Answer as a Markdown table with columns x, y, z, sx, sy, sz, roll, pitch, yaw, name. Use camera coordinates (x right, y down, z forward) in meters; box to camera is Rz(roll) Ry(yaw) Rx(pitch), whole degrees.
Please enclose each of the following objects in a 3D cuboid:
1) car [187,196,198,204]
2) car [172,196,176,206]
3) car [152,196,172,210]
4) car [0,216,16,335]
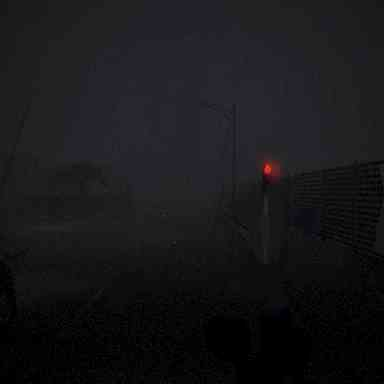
| x | y | z | sx | sy | sz | roll | pitch | yaw | name |
| --- | --- | --- | --- | --- | --- | --- | --- | --- | --- |
| 0.102 | 1.505 | 63.183 | 1.837 | 1.490 | 4.892 | 0 | 0 | 0 | car |
| -4.006 | 1.478 | 53.457 | 1.882 | 1.535 | 5.008 | 0 | 0 | 0 | car |
| -4.029 | 1.564 | 43.385 | 1.994 | 1.385 | 4.181 | 0 | 0 | 0 | car |
| -4.022 | 1.352 | 3.648 | 2.097 | 1.767 | 4.553 | 0 | 0 | 1 | car |
